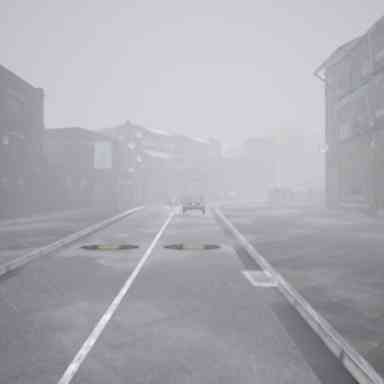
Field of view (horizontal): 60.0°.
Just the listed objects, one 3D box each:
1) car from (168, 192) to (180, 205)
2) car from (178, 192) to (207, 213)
[{"bbox_3d":[-1.029,0.702,37.487,2.128,1.511,4.902,0,0,24],"label":"car"},{"bbox_3d":[0.239,0.906,27.678,2.033,1.411,5.357,0,2,3],"label":"car"}]
